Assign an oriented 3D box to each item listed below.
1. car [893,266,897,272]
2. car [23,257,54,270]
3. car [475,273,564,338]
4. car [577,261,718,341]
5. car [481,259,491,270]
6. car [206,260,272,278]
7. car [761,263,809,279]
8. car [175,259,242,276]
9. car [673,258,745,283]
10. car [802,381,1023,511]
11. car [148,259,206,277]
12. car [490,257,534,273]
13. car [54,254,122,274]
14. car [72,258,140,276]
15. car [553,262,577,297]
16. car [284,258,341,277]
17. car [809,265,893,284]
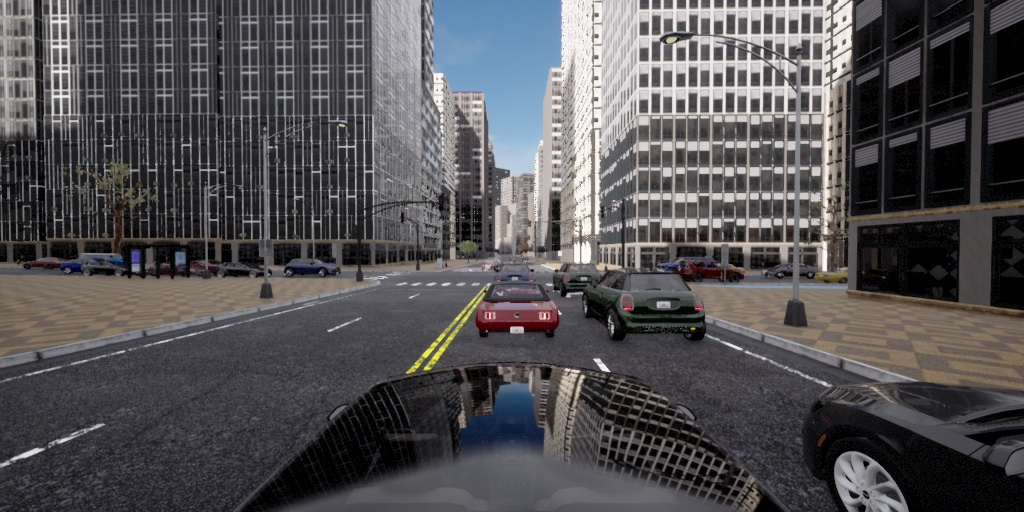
[{"bbox_3d":[33.170,1.683,29.304,4.207,1.307,1.802,0,0,1],"label":"car"},{"bbox_3d":[-50.889,0.791,39.390,4.207,1.307,1.802,0,0,1],"label":"car"},{"bbox_3d":[0.115,1.346,10.142,1.895,1.301,4.718,0,0,0],"label":"car"},{"bbox_3d":[3.359,1.097,10.045,2.097,1.767,4.553,0,0,0],"label":"car"},{"bbox_3d":[-3.224,1.238,50.612,1.812,1.442,4.674,0,0,0],"label":"car"},{"bbox_3d":[-22.671,1.172,30.245,4.313,1.339,1.948,0,0,1],"label":"car"},{"bbox_3d":[27.233,1.446,35.192,4.902,1.511,2.128,1,1,1],"label":"car"},{"bbox_3d":[-27.948,1.040,33.074,4.674,1.442,1.812,1,1,2],"label":"car"},{"bbox_3d":[16.252,1.267,29.632,5.009,1.841,2.192,0,0,1],"label":"car"},{"bbox_3d":[3.342,1.255,0.990,1.837,1.490,4.892,0,0,0],"label":"car"},{"bbox_3d":[-28.355,1.136,30.391,4.207,1.307,1.802,0,0,1],"label":"car"},{"bbox_3d":[0.136,1.091,19.136,2.097,1.767,4.553,0,0,0],"label":"car"},{"bbox_3d":[-38.705,0.894,33.318,5.008,1.535,1.882,0,1,1],"label":"car"},{"bbox_3d":[-34.035,1.068,30.577,4.313,1.339,1.948,0,0,1],"label":"car"},{"bbox_3d":[3.385,1.092,18.983,2.097,1.767,4.553,0,0,0],"label":"car"},{"bbox_3d":[-18.167,0.956,32.815,4.553,1.767,2.097,1,1,2],"label":"car"},{"bbox_3d":[27.700,1.577,29.410,4.829,1.417,1.751,0,0,1],"label":"car"}]
